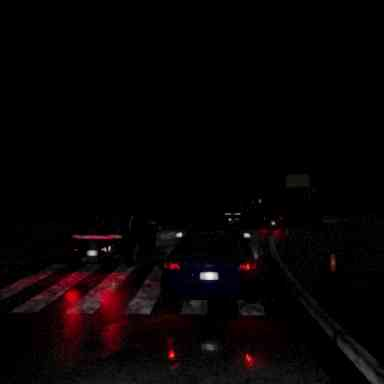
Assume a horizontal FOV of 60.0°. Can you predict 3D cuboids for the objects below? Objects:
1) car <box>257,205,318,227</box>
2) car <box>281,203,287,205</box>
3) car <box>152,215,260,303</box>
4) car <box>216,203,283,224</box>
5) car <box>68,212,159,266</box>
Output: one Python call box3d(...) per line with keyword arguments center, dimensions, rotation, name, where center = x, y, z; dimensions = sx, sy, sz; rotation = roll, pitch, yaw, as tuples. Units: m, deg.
box3d(center=(7.002, 1.743, 23.411), dimensions=(4.718, 1.301, 1.895), rotation=(-1, -4, -42), name="car")
box3d(center=(19.052, 3.163, 73.585), dimensions=(4.553, 1.767, 2.097), rotation=(-3, -5, 41), name="car")
box3d(center=(0.500, 1.495, 8.110), dimensions=(1.994, 1.385, 4.181), rotation=(0, 1, 5), name="car")
box3d(center=(4.494, 1.831, 25.401), dimensions=(4.902, 1.511, 2.128), rotation=(2, -5, -43), name="car")
box3d(center=(-2.381, 1.428, 11.323), dimensions=(2.128, 1.511, 4.902), rotation=(-1, 0, 7), name="car")
